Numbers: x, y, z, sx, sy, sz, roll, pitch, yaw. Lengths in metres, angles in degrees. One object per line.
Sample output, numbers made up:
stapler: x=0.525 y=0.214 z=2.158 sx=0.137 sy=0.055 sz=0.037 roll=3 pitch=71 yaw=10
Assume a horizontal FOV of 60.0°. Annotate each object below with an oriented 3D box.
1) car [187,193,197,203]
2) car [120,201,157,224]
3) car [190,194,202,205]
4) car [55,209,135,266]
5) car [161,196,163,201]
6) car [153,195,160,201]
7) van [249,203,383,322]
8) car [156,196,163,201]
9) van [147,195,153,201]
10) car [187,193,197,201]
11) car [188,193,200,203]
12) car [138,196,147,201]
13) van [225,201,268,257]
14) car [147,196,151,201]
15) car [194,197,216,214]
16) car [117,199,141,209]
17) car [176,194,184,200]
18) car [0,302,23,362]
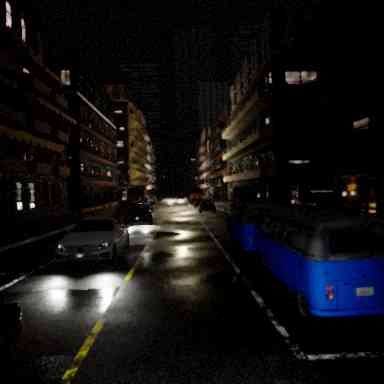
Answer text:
car: x=0.723 y=1.228 z=57.231 sx=2.192 sy=1.841 sz=5.009 roll=-3 pitch=0 yaw=-2
car: x=-3.893 y=1.651 z=25.243 sx=1.994 sy=1.385 sz=4.181 roll=-2 pitch=0 yaw=-2
car: x=1.126 y=1.438 z=46.204 sx=1.752 sy=1.417 sz=4.829 roll=-3 pitch=0 yaw=-2
car: x=-3.426 y=1.615 z=12.206 sx=1.812 sy=1.442 sz=4.674 roll=-2 pitch=0 yaw=-2
car: x=-8.636 y=1.750 z=84.953 sx=1.802 sy=1.307 sz=4.206 roll=-2 pitch=0 yaw=-2
car: x=-7.839 y=1.482 z=62.559 sx=2.192 sy=1.841 sz=5.009 roll=-2 pitch=0 yaw=-2
van: x=2.521 y=1.256 z=6.843 sx=1.690 sy=1.788 sz=3.998 roll=-3 pitch=0 yaw=-2
car: x=-8.835 y=1.751 z=90.552 sx=1.802 sy=1.307 sz=4.206 roll=-2 pitch=0 yaw=-2
van: x=-7.415 y=1.508 z=51.363 sx=1.690 sy=1.788 sz=3.998 roll=-2 pitch=0 yaw=-2
car: x=-0.075 y=1.229 z=79.625 sx=2.192 sy=1.841 sz=5.009 roll=-3 pitch=0 yaw=-2
car: x=0.324 y=1.228 z=68.428 sx=2.192 sy=1.841 sz=5.009 roll=-3 pitch=0 yaw=-2
car: x=-7.011 y=1.607 z=40.166 sx=1.967 sy=1.590 sz=4.097 roll=-2 pitch=0 yaw=-2
van: x=2.322 y=1.256 z=12.442 sx=1.690 sy=1.788 sz=3.998 roll=-3 pitch=0 yaw=-2
car: x=-7.206 y=1.717 z=45.765 sx=2.008 sy=1.369 sz=4.403 roll=-2 pitch=0 yaw=-2
car: x=1.533 y=1.495 z=34.837 sx=1.802 sy=1.307 sz=4.206 roll=-3 pitch=0 yaw=-2
car: x=-6.806 y=1.749 z=34.568 sx=1.802 sy=1.307 sz=4.206 roll=-2 pitch=0 yaw=-2
car: x=-3.157 y=1.490 z=91.113 sx=1.837 sy=1.490 sz=4.892 roll=-2 pitch=0 yaw=-2
car: x=-3.085 y=1.692 z=2.116 sx=1.895 sy=1.301 sz=4.718 roll=-2 pitch=0 yaw=-2
